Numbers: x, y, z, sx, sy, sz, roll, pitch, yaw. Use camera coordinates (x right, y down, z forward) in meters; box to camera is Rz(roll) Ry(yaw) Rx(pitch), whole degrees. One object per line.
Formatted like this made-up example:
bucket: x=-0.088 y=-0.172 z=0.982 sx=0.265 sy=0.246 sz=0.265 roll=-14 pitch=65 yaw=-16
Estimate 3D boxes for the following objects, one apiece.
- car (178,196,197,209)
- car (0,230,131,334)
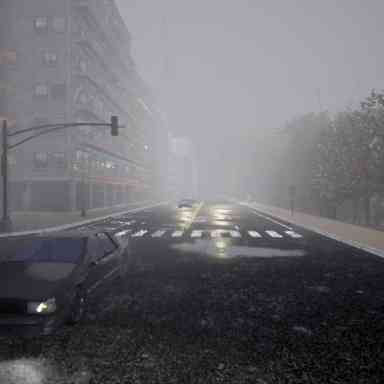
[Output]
car: x=-0.814 y=1.562 z=44.669 sx=2.033 sy=1.411 sz=5.357 roll=0 pitch=0 yaw=3
car: x=-2.760 y=1.596 z=7.416 sx=2.033 sy=1.411 sz=5.357 roll=0 pitch=0 yaw=3
